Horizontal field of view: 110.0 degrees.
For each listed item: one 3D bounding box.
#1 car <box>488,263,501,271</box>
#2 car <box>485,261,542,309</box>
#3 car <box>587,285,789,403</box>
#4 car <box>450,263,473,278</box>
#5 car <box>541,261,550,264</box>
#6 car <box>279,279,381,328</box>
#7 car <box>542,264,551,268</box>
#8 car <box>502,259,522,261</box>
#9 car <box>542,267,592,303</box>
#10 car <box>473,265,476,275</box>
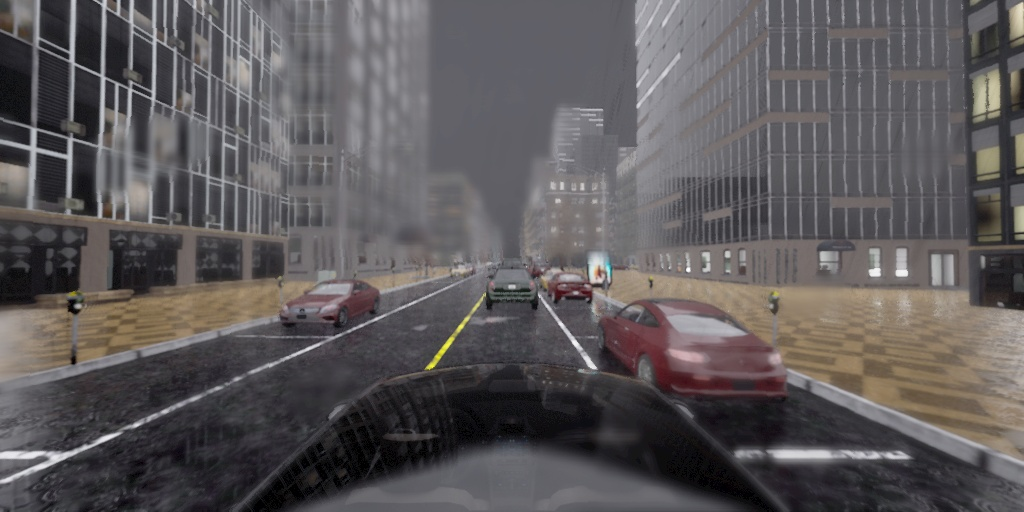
[{"bbox_3d":[-3.004,1.883,61.303,1.994,1.385,4.181,0,-1,0],"label":"car"},{"bbox_3d":[0.003,1.235,15.940,2.097,1.767,4.553,0,-1,0],"label":"car"},{"bbox_3d":[2.691,1.375,6.222,1.802,1.307,4.207,0,0,0],"label":"car"},{"bbox_3d":[-5.690,1.635,39.408,1.751,1.417,4.829,0,0,0],"label":"car"},{"bbox_3d":[2.691,1.371,34.017,2.192,1.841,5.009,0,0,0],"label":"car"},{"bbox_3d":[-5.690,1.427,11.781,1.802,1.307,4.207,0,0,0],"label":"car"},{"bbox_3d":[2.691,1.476,23.069,1.751,1.417,4.829,0,0,0],"label":"car"},{"bbox_3d":[0.001,1.244,30.883,2.150,2.045,5.566,0,0,0],"label":"car"},{"bbox_3d":[2.691,1.443,17.340,1.888,1.381,4.507,0,0,0],"label":"car"},{"bbox_3d":[-5.690,1.603,45.137,1.967,1.591,4.097,0,0,0],"label":"car"}]
